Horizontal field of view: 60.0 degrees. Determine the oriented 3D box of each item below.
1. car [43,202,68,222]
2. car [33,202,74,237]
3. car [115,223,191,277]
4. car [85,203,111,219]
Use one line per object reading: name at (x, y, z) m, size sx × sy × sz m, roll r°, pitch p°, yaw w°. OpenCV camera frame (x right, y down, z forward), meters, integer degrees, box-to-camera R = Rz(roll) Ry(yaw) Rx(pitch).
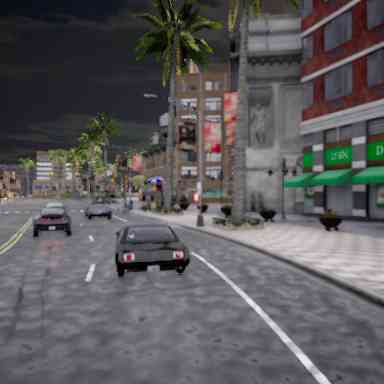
car at (-11.619, 1.615, 28.394) m, size 1.812 × 1.442 × 4.674 m, roll 0°, pitch 0°, yaw -21°
car at (-7.842, 1.564, 18.843) m, size 1.837 × 1.490 × 4.892 m, roll 0°, pitch 0°, yaw -21°
car at (-1.425, 1.618, 10.405) m, size 1.895 × 1.301 × 4.718 m, roll 0°, pitch 0°, yaw -12°
car at (-8.498, 1.637, 29.930) m, size 1.994 × 1.385 × 4.181 m, roll 0°, pitch 0°, yaw -22°
